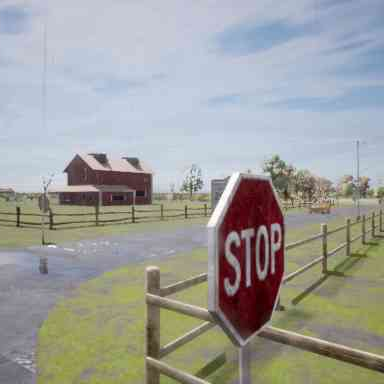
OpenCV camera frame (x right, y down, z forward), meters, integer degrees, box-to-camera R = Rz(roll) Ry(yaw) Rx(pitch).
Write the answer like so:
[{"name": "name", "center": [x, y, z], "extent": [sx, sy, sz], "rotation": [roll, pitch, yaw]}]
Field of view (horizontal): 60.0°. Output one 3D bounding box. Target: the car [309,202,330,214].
[{"name": "car", "center": [18.069, 2.215, 46.992], "extent": [1.882, 1.535, 5.008], "rotation": [-1, -1, 35]}]
